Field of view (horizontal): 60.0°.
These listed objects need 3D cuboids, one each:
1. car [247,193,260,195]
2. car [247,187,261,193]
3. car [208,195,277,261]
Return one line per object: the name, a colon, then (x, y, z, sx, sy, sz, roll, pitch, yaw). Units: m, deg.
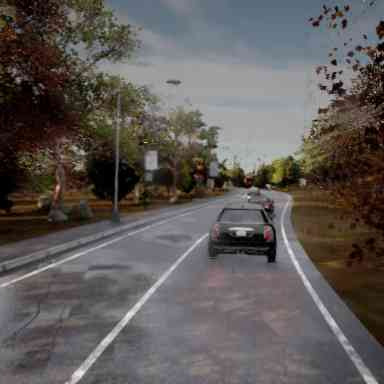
car: (5.162, 0.984, 25.082, 1.895, 1.301, 4.718, 0, 2, 17)
car: (9.729, -0.006, 52.462, 1.812, 1.442, 4.674, 0, 2, 15)
car: (1.900, 1.189, 12.002, 2.097, 1.767, 4.553, 0, 2, 12)
